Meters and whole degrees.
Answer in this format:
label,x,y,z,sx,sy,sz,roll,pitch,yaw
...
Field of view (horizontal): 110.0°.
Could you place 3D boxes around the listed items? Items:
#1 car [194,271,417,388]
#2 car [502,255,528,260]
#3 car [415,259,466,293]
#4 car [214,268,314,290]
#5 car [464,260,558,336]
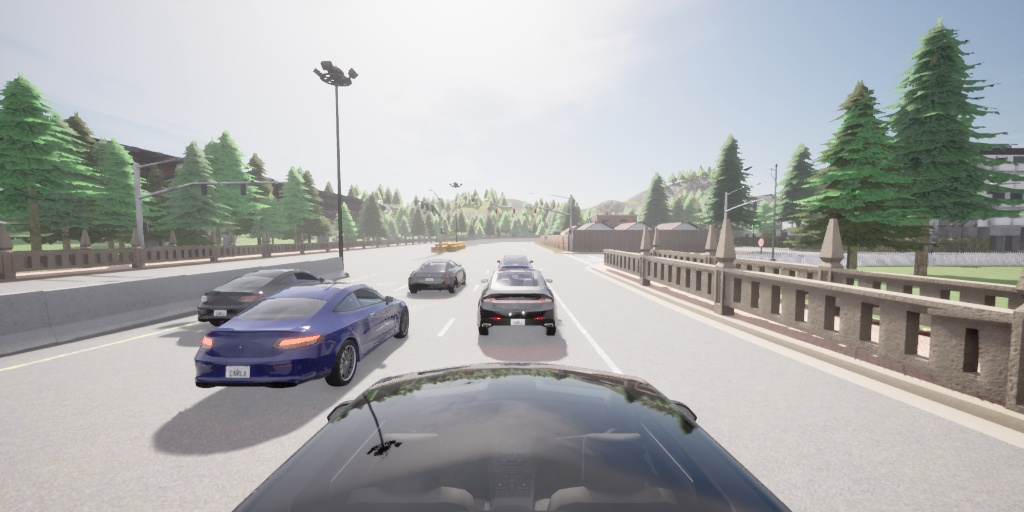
label,x,y,z,sx,sy,sz,roll,pitch,yaw
car,-3.378,1.214,6.732,1.812,1.442,4.674,0,1,0
car,0.170,0.658,18.917,1.812,1.442,4.674,0,3,0
car,-3.343,0.823,16.644,1.994,1.385,4.181,0,3,1
car,-6.860,1.090,10.742,1.812,1.442,4.674,0,2,0
car,0.133,1.083,9.918,2.128,1.511,4.902,0,2,0
